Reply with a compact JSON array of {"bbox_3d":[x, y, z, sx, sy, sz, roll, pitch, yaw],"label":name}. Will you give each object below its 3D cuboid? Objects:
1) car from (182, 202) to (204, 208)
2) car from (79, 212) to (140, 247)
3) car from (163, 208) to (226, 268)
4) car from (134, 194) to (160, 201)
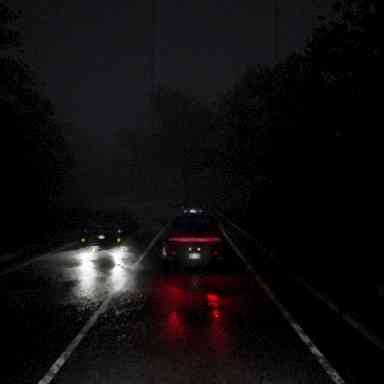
[{"bbox_3d":[0.090,1.615,29.395,2.033,1.411,5.357,0,0,0],"label":"car"},{"bbox_3d":[-3.600,1.599,15.158,1.994,1.385,4.181,0,0,0],"label":"car"},{"bbox_3d":[0.083,1.520,11.414,2.128,1.511,4.902,0,0,0],"label":"car"},{"bbox_3d":[-9.714,1.339,72.215,5.566,2.045,2.150,0,0,-30],"label":"car"}]
